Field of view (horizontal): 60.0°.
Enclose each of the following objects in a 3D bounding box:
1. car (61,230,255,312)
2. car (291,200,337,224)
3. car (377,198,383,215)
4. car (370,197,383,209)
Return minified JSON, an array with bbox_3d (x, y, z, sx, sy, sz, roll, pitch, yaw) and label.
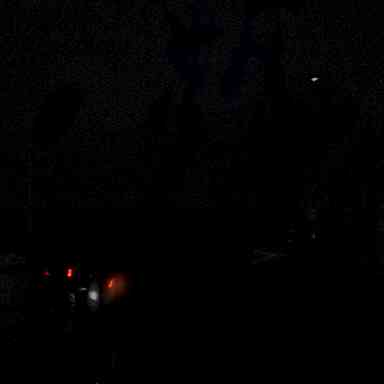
[{"bbox_3d":[-0.394,1.558,7.770,1.895,1.301,4.718,0,1,39],"label":"car"},{"bbox_3d":[8.689,1.312,23.515,1.882,1.535,5.008,-1,0,39],"label":"car"},{"bbox_3d":[17.980,1.354,30.197,1.895,1.301,4.718,-1,0,39],"label":"car"},{"bbox_3d":[24.174,1.354,42.258,1.895,1.301,4.718,-1,0,40],"label":"car"}]
